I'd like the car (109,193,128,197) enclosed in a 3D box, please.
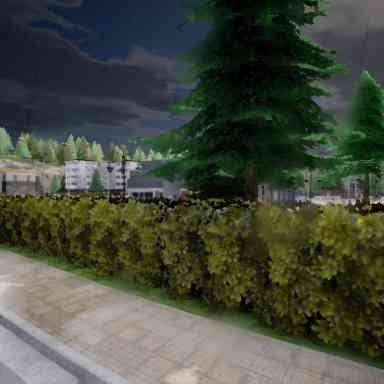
[{"bbox_3d":[-10.572,1.384,52.725,1.970,1.475,3.806,0,0,43],"label":"car"}]

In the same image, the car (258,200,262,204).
[{"bbox_3d":[9.644,1.352,44.205,2.097,1.767,4.553,0,0,43],"label":"car"}]

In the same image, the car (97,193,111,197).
[{"bbox_3d":[-16.701,1.097,68.943,1.932,1.855,4.605,0,0,43],"label":"car"}]

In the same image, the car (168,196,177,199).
[{"bbox_3d":[-3.305,1.374,56.063,1.845,1.501,3.633,0,0,43],"label":"car"}]

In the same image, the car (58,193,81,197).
[{"bbox_3d":[-28.382,1.154,79.442,2.152,1.636,5.027,0,0,43],"label":"car"}]
